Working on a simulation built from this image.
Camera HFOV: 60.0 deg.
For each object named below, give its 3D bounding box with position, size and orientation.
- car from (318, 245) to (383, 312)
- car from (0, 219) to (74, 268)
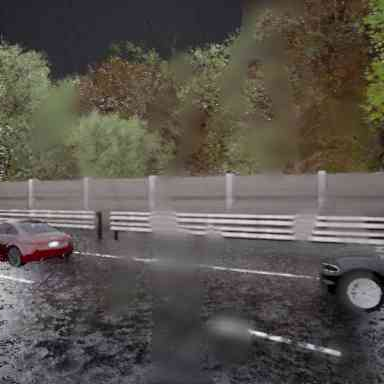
[{"bbox_3d":[5.007,1.435,6.168,5.008,1.535,1.882,0,0,28],"label":"car"},{"bbox_3d":[-6.169,1.668,11.680,4.181,1.385,1.994,-1,0,30],"label":"car"}]
